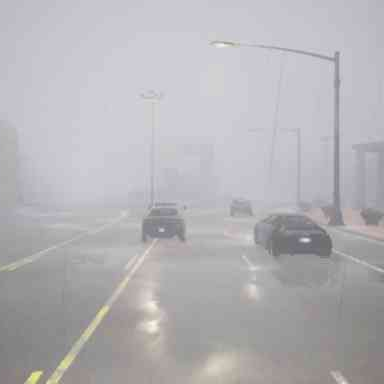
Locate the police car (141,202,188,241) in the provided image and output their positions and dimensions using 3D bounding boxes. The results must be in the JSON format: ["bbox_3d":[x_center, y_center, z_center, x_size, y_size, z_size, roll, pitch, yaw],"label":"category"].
[{"bbox_3d":[-1.227,1.328,16.078,1.930,1.638,5.238,0,0,0],"label":"police car"}]

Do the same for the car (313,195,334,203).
[{"bbox_3d":[21.533,1.154,53.633,5.008,1.535,1.882,-1,1,-38],"label":"car"}]

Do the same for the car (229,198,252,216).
[{"bbox_3d":[4.422,1.309,30.193,2.128,1.511,4.902,0,0,6],"label":"car"}]

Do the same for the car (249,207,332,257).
[{"bbox_3d":[3.599,1.488,12.559,1.994,1.385,4.181,0,0,0],"label":"car"}]
